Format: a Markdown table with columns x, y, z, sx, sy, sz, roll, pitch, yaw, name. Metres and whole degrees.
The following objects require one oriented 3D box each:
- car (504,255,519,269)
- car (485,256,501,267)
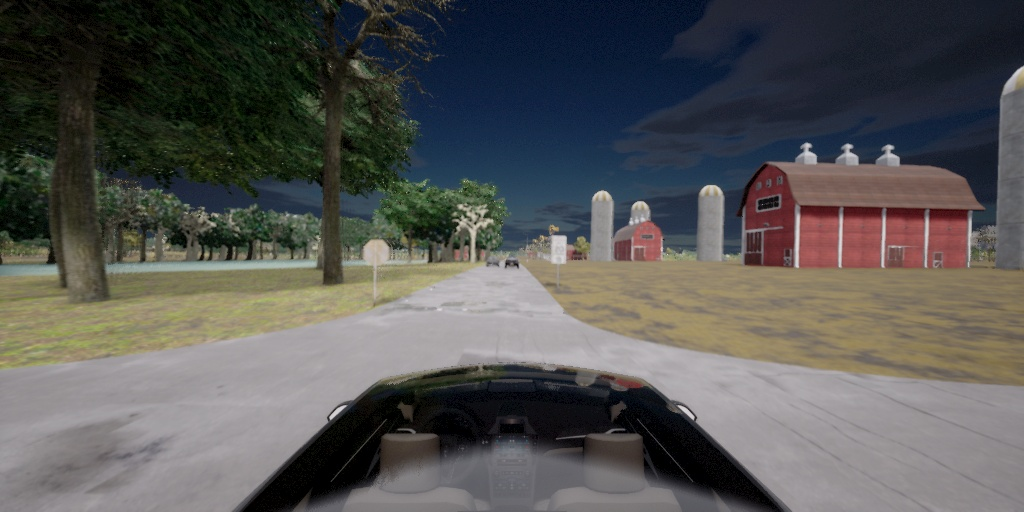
| x | y | z | sx | sy | sz | roll | pitch | yaw | name |
| --- | --- | --- | --- | --- | --- | --- | --- | --- | --- |
| -0.003 | 0.837 | 47.617 | 1.882 | 1.535 | 5.008 | 1 | 0 | 0 | car |
| -2.757 | 0.788 | 52.620 | 1.837 | 1.490 | 4.892 | 1 | 0 | 0 | car |
